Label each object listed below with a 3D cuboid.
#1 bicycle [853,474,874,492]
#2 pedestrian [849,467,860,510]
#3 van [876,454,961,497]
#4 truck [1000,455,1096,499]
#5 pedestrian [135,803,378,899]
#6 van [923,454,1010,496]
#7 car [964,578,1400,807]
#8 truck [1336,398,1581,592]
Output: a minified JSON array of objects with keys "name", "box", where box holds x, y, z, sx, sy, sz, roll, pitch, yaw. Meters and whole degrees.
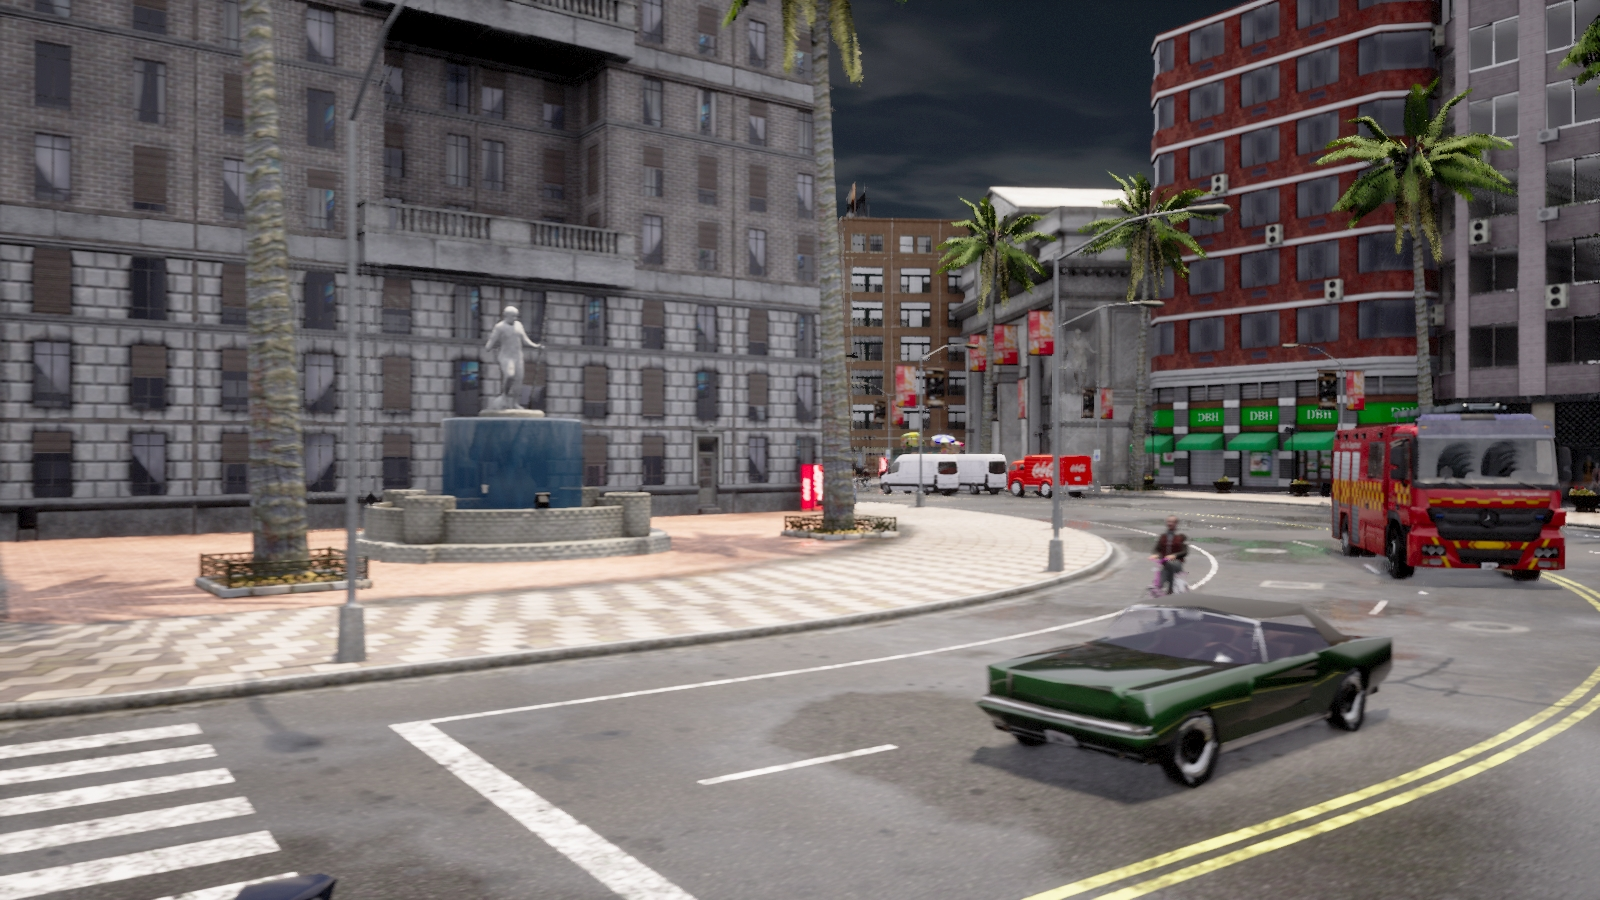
[{"name":"bicycle","box":[4.275,2.212,76.468,0.329,1.171,1.835,0,0,-35]},{"name":"pedestrian","box":[2.380,1.698,50.006,0.375,1.860,0.375,0,0,-12]},{"name":"van","box":[7.370,1.536,71.631,1.988,2.561,5.915,0,0,-34]},{"name":"truck","box":[14.509,1.560,67.139,2.627,2.467,5.204,0,-1,-31]},{"name":"pedestrian","box":[-1.287,1.849,2.722,0.375,1.860,0.375,0,0,29]},{"name":"van","box":[10.648,1.537,73.417,1.988,2.561,5.915,0,0,-35]},{"name":"car","box":[3.904,2.156,11.222,4.718,1.301,1.895,0,0,-40]},{"name":"truck","box":[15.150,0.891,27.106,2.891,3.827,8.468,0,0,15]}]
